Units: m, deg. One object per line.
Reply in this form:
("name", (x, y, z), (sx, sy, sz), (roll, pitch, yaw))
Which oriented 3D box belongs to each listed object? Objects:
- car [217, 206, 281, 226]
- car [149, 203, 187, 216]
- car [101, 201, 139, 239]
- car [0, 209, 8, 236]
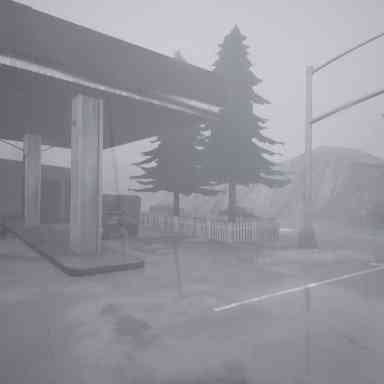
("car", (4.053, 1.801, 25.045), (2.033, 1.411, 5.357), (1, 0, -35))
("car", (-2.534, 1.777, 34.377), (1.895, 1.301, 4.718), (1, 0, -35))
("car", (-4.534, 1.446, 18.268), (1.905, 1.878, 3.866), (1, 0, -36))
("car", (-11.665, 1.520, 18.470), (2.242, 1.667, 4.611), (1, 0, -36))
